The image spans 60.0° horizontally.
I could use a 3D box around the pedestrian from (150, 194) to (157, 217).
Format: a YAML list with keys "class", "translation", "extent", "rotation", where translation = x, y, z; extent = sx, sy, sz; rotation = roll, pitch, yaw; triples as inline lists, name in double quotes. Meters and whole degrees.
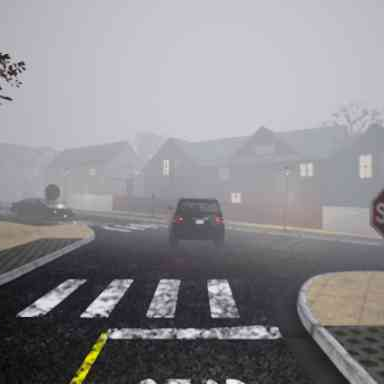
- class: "pedestrian"
  translation: [-3.014, 1.010, 25.504]
  extent: [0.375, 1.860, 0.375]
  rotation: [-1, -5, 32]

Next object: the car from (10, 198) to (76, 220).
- class: "car"
  translation: [-10.571, 1.105, 23.345]
  extent: [5.357, 1.411, 2.033]
  rotation: [2, 0, 32]

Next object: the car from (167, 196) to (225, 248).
- class: "car"
  translation: [0.065, 1.234, 15.136]
  extent: [2.150, 2.045, 5.566]
  rotation: [2, 0, -5]
